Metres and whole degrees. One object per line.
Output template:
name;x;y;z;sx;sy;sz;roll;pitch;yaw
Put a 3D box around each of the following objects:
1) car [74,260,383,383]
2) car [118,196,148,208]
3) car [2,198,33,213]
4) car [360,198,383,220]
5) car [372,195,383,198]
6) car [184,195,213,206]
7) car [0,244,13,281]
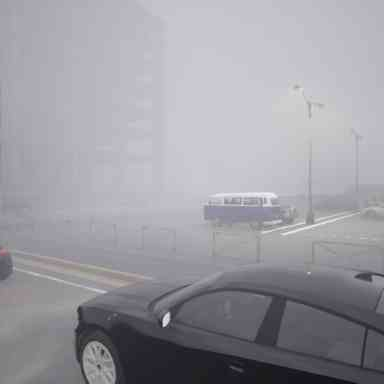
car;0.836;1.478;3.399;5.008;1.535;1.882;0;0;36
car;-8.497;1.422;48.012;1.882;1.535;5.008;0;0;36
car;-18.778;1.422;33.575;1.882;1.535;5.008;0;1;36
car;14.701;1.395;24.750;3.806;1.475;1.970;0;0;36
car;17.926;1.153;29.302;4.605;1.855;1.932;0;0;36
car;1.179;1.290;61.448;2.033;1.411;5.357;0;0;35
car;-6.485;1.564;8.610;4.181;1.385;1.994;0;0;36
